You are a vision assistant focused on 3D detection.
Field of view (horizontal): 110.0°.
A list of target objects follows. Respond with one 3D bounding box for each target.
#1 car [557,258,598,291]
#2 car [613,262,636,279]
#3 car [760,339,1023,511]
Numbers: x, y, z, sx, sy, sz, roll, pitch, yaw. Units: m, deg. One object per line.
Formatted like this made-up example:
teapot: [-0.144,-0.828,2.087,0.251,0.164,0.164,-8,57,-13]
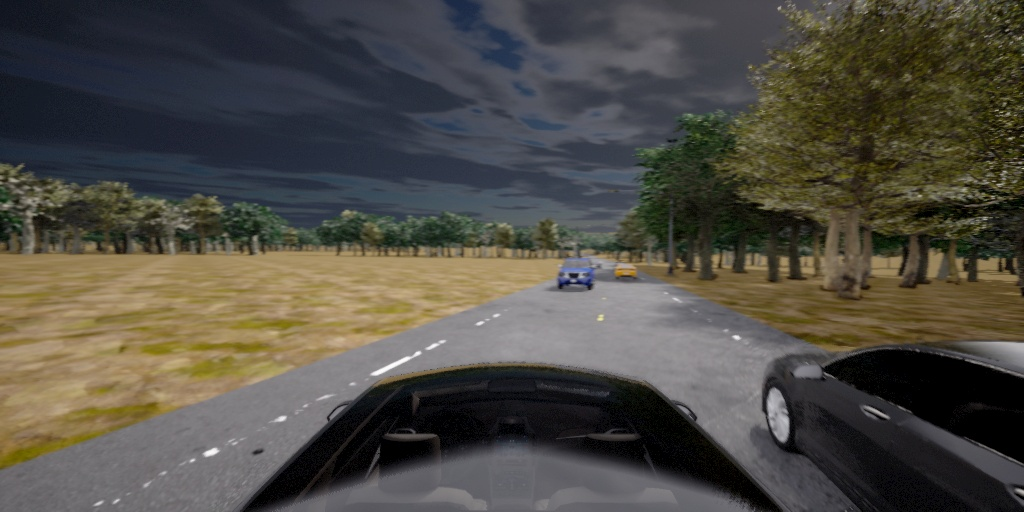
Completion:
car: [4.466,1.159,24.480,2.150,2.045,5.566,0,0,15]
car: [11.653,1.527,36.961,1.882,1.535,5.008,0,0,15]
car: [3.297,1.291,2.164,1.837,1.490,4.892,0,-1,16]
